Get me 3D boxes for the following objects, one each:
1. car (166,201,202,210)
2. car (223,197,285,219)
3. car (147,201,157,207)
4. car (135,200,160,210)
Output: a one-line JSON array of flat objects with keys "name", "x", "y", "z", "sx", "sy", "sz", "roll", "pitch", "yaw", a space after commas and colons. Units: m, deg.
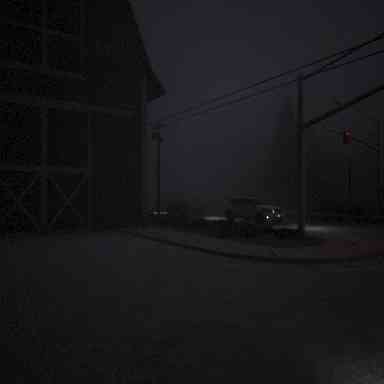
[{"name": "car", "x": -0.868, "y": 1.710, "z": 34.760, "sx": 1.882, "sy": 1.535, "sz": 5.008, "roll": 0, "pitch": 0, "yaw": -35}, {"name": "car", "x": 4.772, "y": 1.402, "z": 26.533, "sx": 2.150, "sy": 2.045, "sz": 5.566, "roll": 0, "pitch": 0, "yaw": -34}, {"name": "car", "x": -6.499, "y": 1.791, "z": 42.980, "sx": 1.837, "sy": 1.490, "sz": 4.892, "roll": 0, "pitch": -1, "yaw": -34}, {"name": "car", "x": -6.683, "y": 1.924, "z": 49.595, "sx": 1.895, "sy": 1.301, "sz": 4.718, "roll": 0, "pitch": 0, "yaw": -34}]
